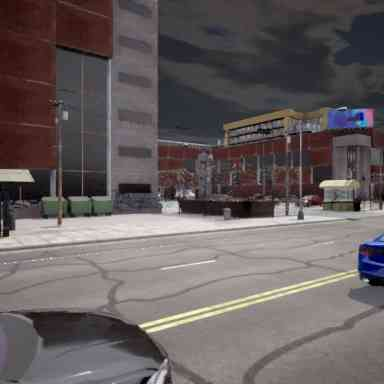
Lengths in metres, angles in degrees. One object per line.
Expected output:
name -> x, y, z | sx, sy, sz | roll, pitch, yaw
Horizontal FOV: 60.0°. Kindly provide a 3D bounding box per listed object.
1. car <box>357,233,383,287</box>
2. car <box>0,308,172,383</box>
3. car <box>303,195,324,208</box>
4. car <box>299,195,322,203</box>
car -> 6.057, 1.478, 8.134 | 5.008, 1.535, 1.882 | 0, 0, -35
car -> -2.387, 1.491, 2.044 | 4.902, 1.511, 2.128 | 0, 0, -36
car -> 16.677, 1.254, 47.155 | 4.553, 1.767, 2.185 | 0, 0, -36
car -> 23.565, 1.420, 66.224 | 4.674, 1.452, 2.002 | 0, 0, -36
